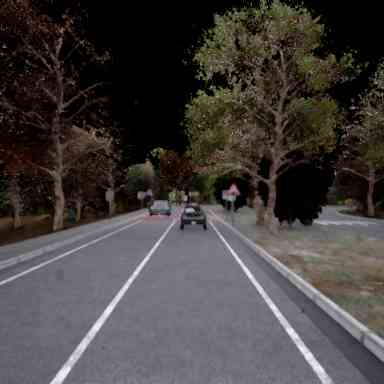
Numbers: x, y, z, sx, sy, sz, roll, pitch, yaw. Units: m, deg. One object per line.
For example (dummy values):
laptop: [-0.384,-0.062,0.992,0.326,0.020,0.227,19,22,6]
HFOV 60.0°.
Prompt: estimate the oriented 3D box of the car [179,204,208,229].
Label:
car: [0.110,1.862,24.825,1.837,1.490,4.892,0,-1,0]

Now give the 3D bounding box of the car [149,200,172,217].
car: [-3.307,1.648,35.780,2.097,1.767,4.553,1,-2,0]
